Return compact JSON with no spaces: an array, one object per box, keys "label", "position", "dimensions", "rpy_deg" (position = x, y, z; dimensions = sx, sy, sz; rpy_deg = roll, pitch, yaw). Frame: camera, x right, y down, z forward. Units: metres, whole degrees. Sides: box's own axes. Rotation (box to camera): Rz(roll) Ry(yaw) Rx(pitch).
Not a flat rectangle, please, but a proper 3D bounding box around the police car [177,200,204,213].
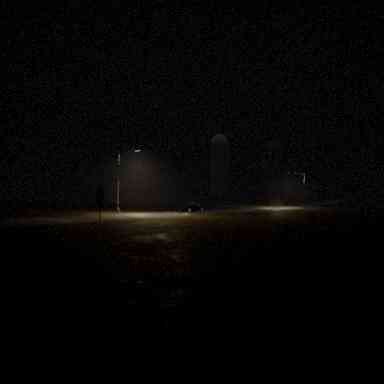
[{"label":"police car","position":[-0.213,2.034,47.618],"dimensions":[1.930,1.638,5.238],"rpy_deg":[1,0,36]}]
